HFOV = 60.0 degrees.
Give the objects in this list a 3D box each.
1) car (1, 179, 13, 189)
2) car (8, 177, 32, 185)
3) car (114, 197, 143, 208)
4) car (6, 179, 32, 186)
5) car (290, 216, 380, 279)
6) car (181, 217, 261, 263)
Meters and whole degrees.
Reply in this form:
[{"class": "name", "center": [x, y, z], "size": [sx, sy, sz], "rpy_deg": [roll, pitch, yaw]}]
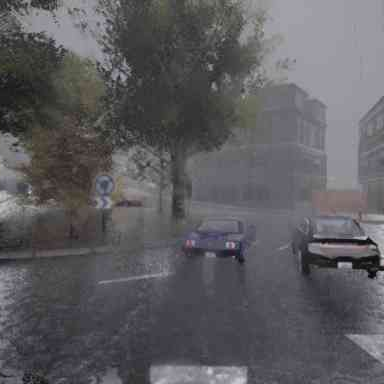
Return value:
[{"class": "car", "center": [-37.227, -1.519, 69.664], "size": [4.792, 1.488, 2.163], "rpy_deg": [-3, 6, -40]}, {"class": "car", "center": [-41.627, -2.621, 80.577], "size": [4.553, 1.767, 2.185], "rpy_deg": [-3, 6, -42]}, {"class": "car", "center": [-8.212, 1.206, 40.521], "size": [4.718, 1.301, 1.895], "rpy_deg": [1, 1, 39]}, {"class": "car", "center": [-40.461, -2.263, 77.894], "size": [5.008, 1.535, 2.097], "rpy_deg": [-3, 6, -42]}, {"class": "car", "center": [4.126, 1.466, 10.103], "size": [2.128, 1.511, 4.902], "rpy_deg": [0, 1, 13]}, {"class": "car", "center": [1.246, 1.548, 11.926], "size": [1.895, 1.301, 4.718], "rpy_deg": [0, 1, 18]}]
